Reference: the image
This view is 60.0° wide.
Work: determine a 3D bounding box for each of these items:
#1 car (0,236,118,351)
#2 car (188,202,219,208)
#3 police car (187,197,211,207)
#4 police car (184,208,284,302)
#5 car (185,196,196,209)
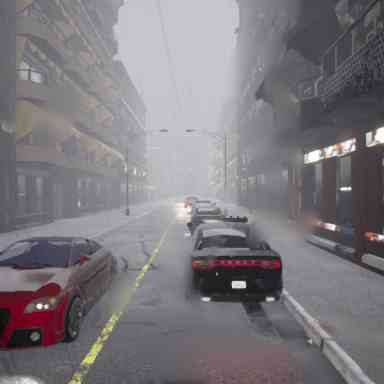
[{"bbox_3d":[-2.750,1.565,6.298,1.994,1.385,4.181,0,0,0],"label":"car"},{"bbox_3d":[0.825,1.511,18.327,1.837,1.490,4.892,0,0,0],"label":"car"},{"bbox_3d":[0.825,1.434,24.437,1.930,1.638,5.238,0,0,0],"label":"police car"},{"bbox_3d":[0.825,1.427,8.436,1.930,1.638,5.238,0,0,0],"label":"police car"},{"bbox_3d":[0.034,1.383,47.121,2.097,1.767,4.553,0,0,0],"label":"car"}]
